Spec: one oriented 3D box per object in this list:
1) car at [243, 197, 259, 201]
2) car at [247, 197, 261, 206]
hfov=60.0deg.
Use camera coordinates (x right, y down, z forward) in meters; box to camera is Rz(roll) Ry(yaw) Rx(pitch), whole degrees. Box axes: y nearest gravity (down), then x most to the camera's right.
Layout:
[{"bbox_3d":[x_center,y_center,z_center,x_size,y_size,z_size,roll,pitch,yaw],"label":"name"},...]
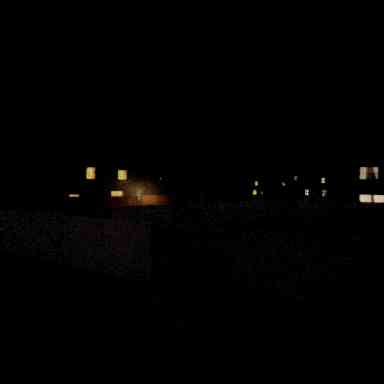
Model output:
[{"bbox_3d":[7.260,1.665,42.749,1.994,1.385,4.181,1,0,24],"label":"car"},{"bbox_3d":[10.962,1.605,59.499,1.812,1.442,4.674,1,0,2],"label":"car"}]
